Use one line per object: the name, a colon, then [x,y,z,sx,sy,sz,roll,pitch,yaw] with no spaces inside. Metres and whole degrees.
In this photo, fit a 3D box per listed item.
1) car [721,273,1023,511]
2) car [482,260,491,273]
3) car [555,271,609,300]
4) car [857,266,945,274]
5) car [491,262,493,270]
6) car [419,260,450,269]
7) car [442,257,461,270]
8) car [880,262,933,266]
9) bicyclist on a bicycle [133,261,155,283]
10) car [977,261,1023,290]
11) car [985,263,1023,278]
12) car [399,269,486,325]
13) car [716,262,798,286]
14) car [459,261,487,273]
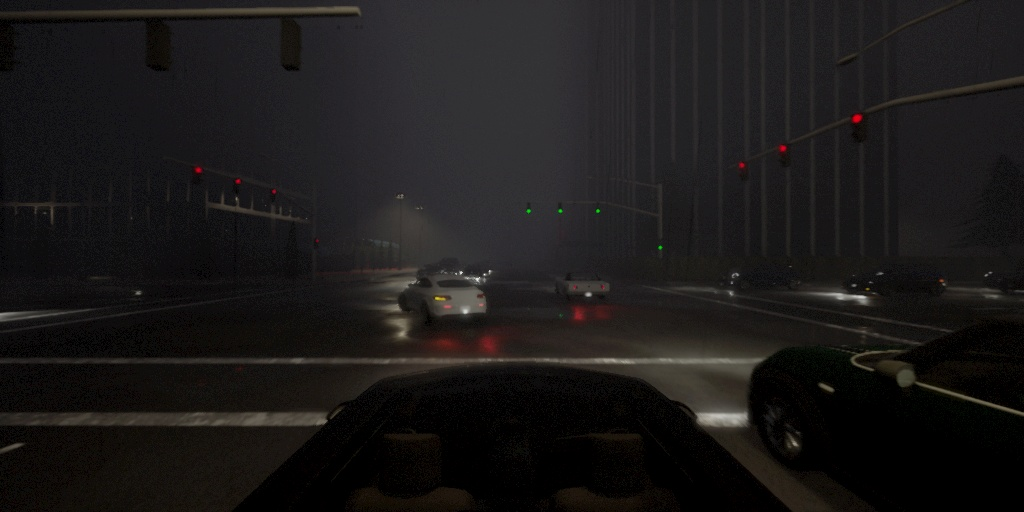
car: [3.583,1.102,2.010,2.097,1.767,4.553,0,0,0]
car: [-4.174,1.510,47.189,1.812,1.442,4.674,0,0,0]
car: [3.369,1.432,18.154,1.895,1.301,4.718,0,0,-1]
car: [20.351,1.390,19.264,4.181,1.385,1.994,0,0,0]
car: [-4.202,1.386,57.026,2.097,1.767,4.553,0,0,0]
car: [-7.619,1.411,34.034,2.128,1.511,4.902,0,0,1]
car: [-7.652,1.191,43.882,2.150,2.045,5.566,0,0,0]
car: [24.418,1.194,22.770,4.553,1.767,2.097,0,0,0]
bicyclist on a bicycle: [-28.187,1.200,27.453,0.582,1.620,1.656,0,0,0]
car: [33.167,1.188,22.772,4.553,1.767,2.097,0,0,0]
car: [29.338,1.298,19.274,5.008,1.535,1.882,0,0,0]
car: [-2.440,1.330,12.177,1.812,1.442,4.674,1,-1,-29]
car: [15.526,1.199,22.756,4.553,1.767,2.097,0,0,0]
car: [-4.116,1.504,38.573,1.994,1.385,4.181,0,0,0]
